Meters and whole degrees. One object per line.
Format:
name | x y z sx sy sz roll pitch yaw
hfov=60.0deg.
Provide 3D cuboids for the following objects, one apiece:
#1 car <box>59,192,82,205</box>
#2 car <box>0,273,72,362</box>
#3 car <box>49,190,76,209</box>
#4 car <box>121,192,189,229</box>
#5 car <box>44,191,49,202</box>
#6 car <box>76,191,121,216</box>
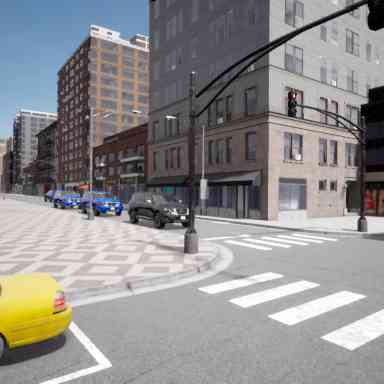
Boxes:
car | -17.813 0.925 48.563 2.097 1.767 4.553 1 0 -35
car | -4.006 1.525 3.895 4.829 1.417 1.752 0 1 -36
car | -14.216 0.861 37.961 2.150 2.045 5.566 1 0 -35
car | -2.087 1.053 20.759 2.150 2.045 5.566 1 0 -35
car | -23.441 0.707 56.576 2.150 2.045 5.566 1 0 -37
car | -8.025 0.959 29.172 2.150 2.045 5.566 1 0 -35
